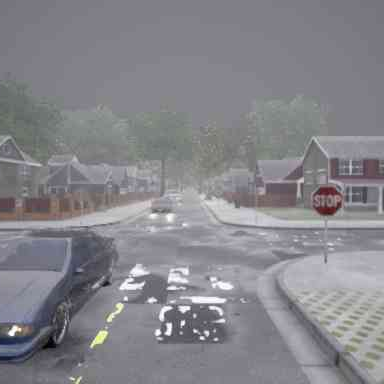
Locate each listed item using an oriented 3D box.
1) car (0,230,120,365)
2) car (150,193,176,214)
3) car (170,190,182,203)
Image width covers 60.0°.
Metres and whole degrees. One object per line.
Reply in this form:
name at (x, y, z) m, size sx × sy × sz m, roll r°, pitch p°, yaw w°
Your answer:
car at (-2.754, 1.487, 6.387) m, size 2.033 × 1.411 × 5.357 m, roll 0°, pitch 1°, yaw 0°
car at (-2.774, 1.250, 31.458) m, size 1.837 × 1.490 × 4.892 m, roll 0°, pitch 2°, yaw 0°
car at (-2.792, 0.686, 55.148) m, size 2.150 × 2.045 × 5.566 m, roll 0°, pitch 1°, yaw 0°
